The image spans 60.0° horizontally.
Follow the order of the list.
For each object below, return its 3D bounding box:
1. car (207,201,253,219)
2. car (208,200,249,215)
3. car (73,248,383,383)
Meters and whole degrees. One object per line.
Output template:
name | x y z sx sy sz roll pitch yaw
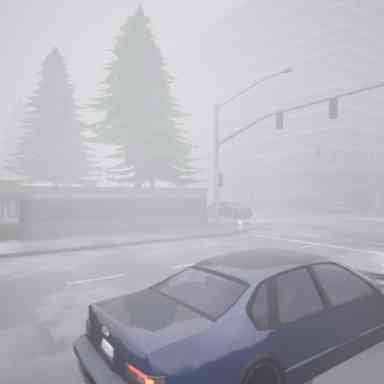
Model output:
car | 3.297 1.560 29.665 1.837 1.490 4.892 0 0 -35
car | 3.783 1.619 35.069 1.994 1.385 4.181 0 0 -35
car | 1.234 1.548 4.660 5.357 1.411 2.033 0 0 -35
